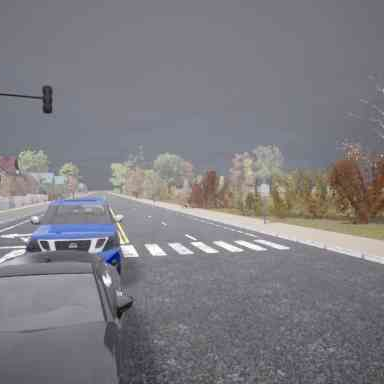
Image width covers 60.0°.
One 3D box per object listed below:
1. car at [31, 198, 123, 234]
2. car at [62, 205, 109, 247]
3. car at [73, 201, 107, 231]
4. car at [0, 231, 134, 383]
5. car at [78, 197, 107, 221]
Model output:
[{"bbox_3d":[-3.358,1.218,9.994,2.150,2.045,5.566,0,0,-15],"label":"car"},{"bbox_3d":[-5.016,1.498,16.065,1.837,1.490,4.892,0,0,-15],"label":"car"},{"bbox_3d":[-6.585,1.468,21.811,1.882,1.535,5.008,0,0,-15],"label":"car"},{"bbox_3d":[-1.718,1.524,3.905,1.812,1.442,4.674,0,0,-13],"label":"car"},{"bbox_3d":[-8.146,1.338,27.544,2.097,1.767,4.553,0,0,-15],"label":"car"}]
